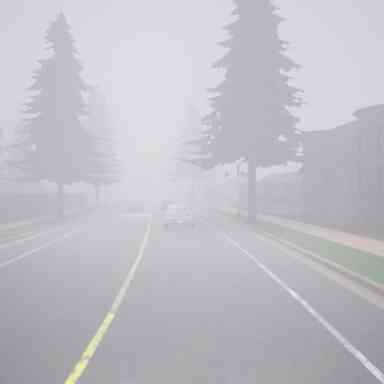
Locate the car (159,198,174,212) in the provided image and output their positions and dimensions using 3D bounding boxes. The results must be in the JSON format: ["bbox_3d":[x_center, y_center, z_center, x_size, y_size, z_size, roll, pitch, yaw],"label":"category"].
[{"bbox_3d":[-2.856,1.481,39.390,2.128,1.511,4.902,0,0,-8],"label":"car"}]

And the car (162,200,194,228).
[{"bbox_3d":[-0.899,1.519,22.127,1.812,1.442,4.674,0,0,-4],"label":"car"}]

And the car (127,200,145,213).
[{"bbox_3d":[-6.353,1.596,37.888,1.895,1.301,4.718,0,0,-8],"label":"car"}]
